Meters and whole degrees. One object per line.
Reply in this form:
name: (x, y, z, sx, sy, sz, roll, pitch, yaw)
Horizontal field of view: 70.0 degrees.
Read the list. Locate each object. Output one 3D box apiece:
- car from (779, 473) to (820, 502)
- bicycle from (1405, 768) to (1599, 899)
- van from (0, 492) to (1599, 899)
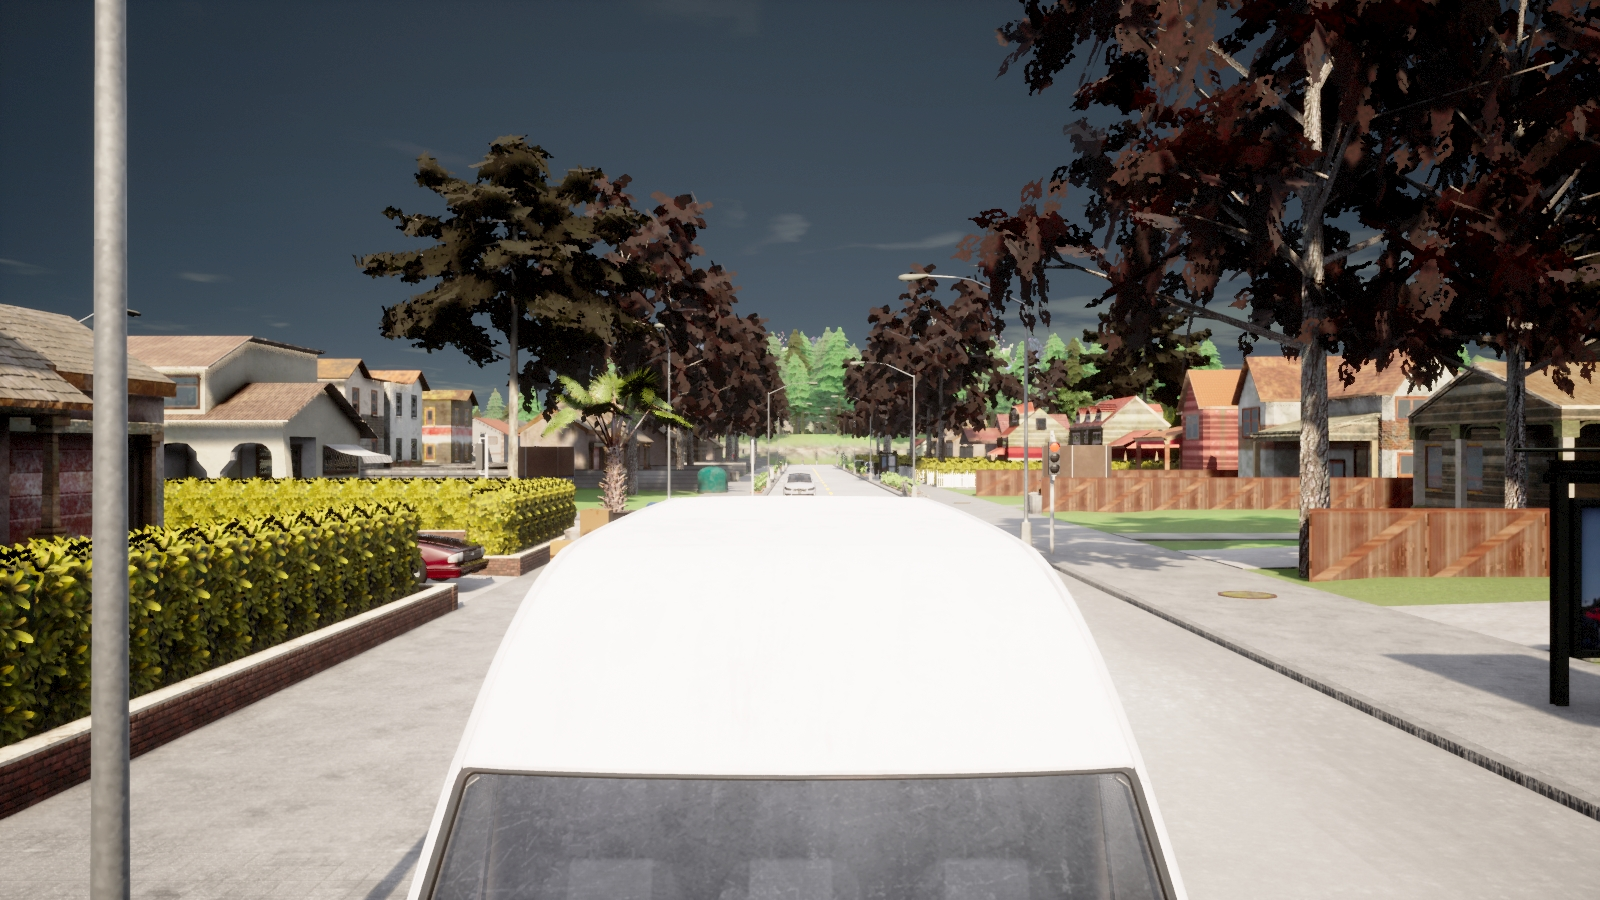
car: (-0.024, 2.087, 64.500, 2.231, 1.480, 4.892, 0, 0, 0)
bicycle: (2.687, 2.062, 3.843, 0.329, 1.471, 1.835, 0, 0, 0)
van: (0.002, 1.537, 4.030, 1.988, 2.561, 5.915, 0, 0, 0)
